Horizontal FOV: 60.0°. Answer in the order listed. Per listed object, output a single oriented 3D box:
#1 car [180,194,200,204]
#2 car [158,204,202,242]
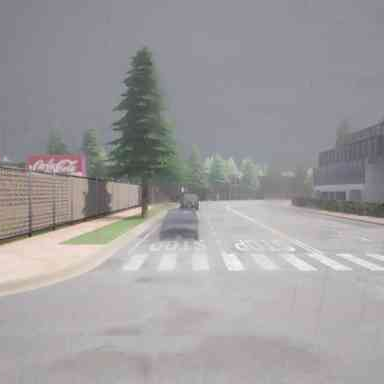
[{"bbox_3d":[-0.248,1.231,42.754,2.150,2.045,5.566,0,0,1],"label":"car"},{"bbox_3d":[-0.532,1.553,16.806,2.033,1.411,5.357,0,0,1],"label":"car"}]
